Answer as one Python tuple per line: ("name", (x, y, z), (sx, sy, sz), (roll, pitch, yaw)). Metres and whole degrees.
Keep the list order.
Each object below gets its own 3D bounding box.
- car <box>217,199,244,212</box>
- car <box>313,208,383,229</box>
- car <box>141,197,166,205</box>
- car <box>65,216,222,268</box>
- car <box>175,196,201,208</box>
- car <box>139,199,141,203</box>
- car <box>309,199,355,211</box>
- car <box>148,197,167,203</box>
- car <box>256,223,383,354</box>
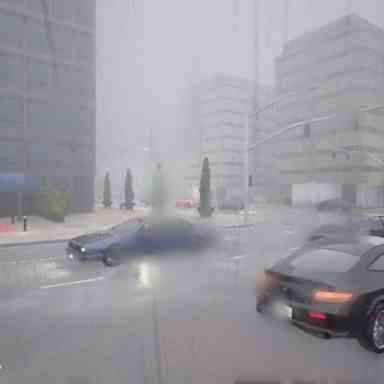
("car", (4.884, 1.593, 39.860), (1.994, 1.385, 4.181), (0, 0, -35))
("car", (6.692, 1.561, 13.104), (5.357, 1.411, 2.033), (0, 0, -36))
("car", (-6.198, 1.593, 55.671), (1.994, 1.385, 4.181), (0, 0, -35))
("car", (-1.460, 1.553, 11.566), (5.357, 1.411, 2.033), (0, 0, -36))
("car", (-0.501, 1.381, 47.536), (2.097, 1.767, 4.553), (0, 0, -35))
("car", (-8.769, 1.598, 65.750), (1.994, 1.385, 4.181), (0, 0, -35))
("car", (15.580, 1.541, 37.262), (1.837, 1.490, 4.892), (-1, 1, -38))
("car", (-7.373, 1.636, 69.789), (1.895, 1.301, 4.718), (0, 0, -35))
("car", (3.191, 1.532, 6.100), (4.674, 1.442, 1.812), (0, 0, -35))
